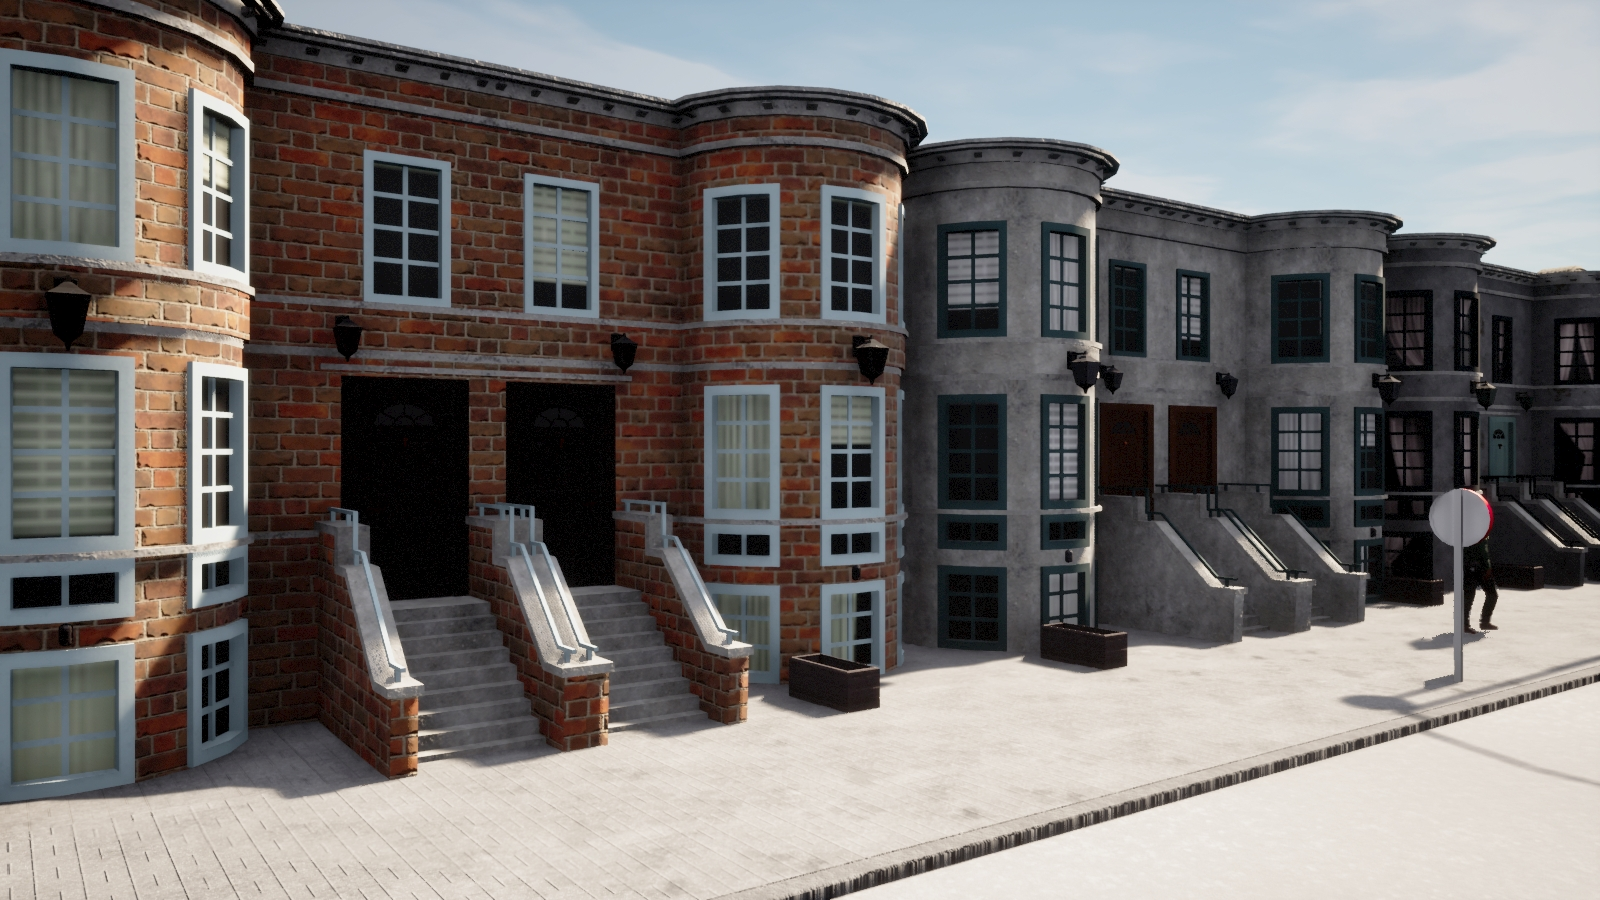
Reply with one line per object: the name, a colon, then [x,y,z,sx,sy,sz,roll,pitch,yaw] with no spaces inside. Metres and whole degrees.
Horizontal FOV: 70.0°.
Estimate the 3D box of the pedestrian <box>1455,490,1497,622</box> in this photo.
pedestrian: [9.788,1.524,16.548,0.375,1.860,0.375,0,0,-11]
